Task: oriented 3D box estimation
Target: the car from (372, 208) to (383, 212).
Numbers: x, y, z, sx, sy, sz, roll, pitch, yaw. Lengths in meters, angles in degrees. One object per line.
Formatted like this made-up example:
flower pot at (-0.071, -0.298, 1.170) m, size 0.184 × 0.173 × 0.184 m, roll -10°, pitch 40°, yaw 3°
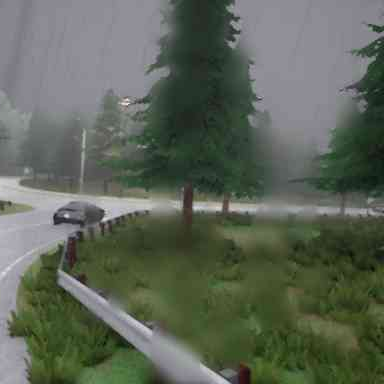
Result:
car at (27.547, 2.398, 46.750) m, size 4.674 × 1.442 × 1.812 m, roll 3°, pitch 4°, yaw -22°

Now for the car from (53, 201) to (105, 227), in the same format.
car at (-7.043, 1.299, 21.151) m, size 1.994 × 1.385 × 4.181 m, roll 4°, pitch 2°, yaw 5°
